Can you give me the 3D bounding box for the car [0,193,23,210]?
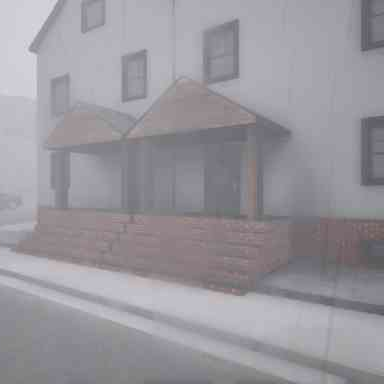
[{"bbox_3d":[-16.157,0.888,26.523,1.837,1.490,4.892,0,7,35],"label":"car"}]
